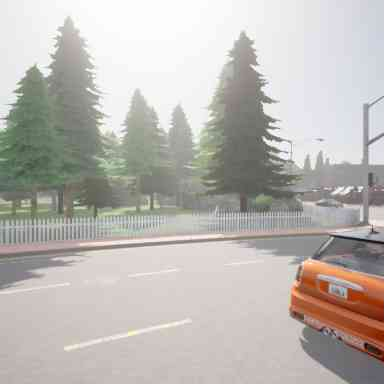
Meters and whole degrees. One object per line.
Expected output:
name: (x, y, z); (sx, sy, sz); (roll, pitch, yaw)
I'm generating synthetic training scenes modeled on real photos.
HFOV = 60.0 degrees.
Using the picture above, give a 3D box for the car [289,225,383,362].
car: (3.877, 1.352, 5.417); (4.553, 1.767, 2.097); (0, 0, -26)

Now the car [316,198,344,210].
car: (17.874, 1.582, 43.342); (1.812, 1.442, 4.674); (0, 0, -8)
